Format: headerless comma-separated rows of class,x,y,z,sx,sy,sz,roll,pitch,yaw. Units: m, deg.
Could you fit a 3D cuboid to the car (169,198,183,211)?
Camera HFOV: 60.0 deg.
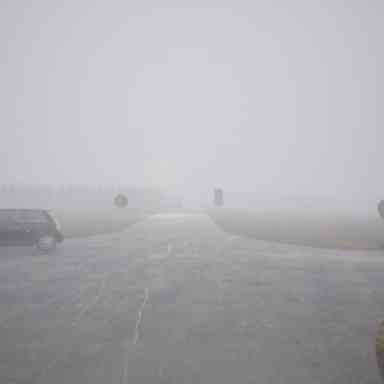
car,-2.718,1.994,56.329,2.150,2.045,5.566,0,-1,0

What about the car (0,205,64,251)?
car,-7.526,1.394,13.191,4.553,1.767,2.097,2,-3,-25
